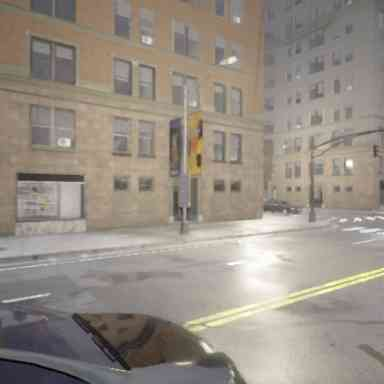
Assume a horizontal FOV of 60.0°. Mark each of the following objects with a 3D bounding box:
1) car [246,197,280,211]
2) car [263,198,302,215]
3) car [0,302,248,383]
[{"bbox_3d":[9.180,1.485,43.123,1.967,1.590,4.097,0,0,-35],"label":"car"},{"bbox_3d":[8.922,1.528,33.993,1.837,1.490,4.892,0,0,-35],"label":"car"},{"bbox_3d":[-1.526,1.564,2.347,4.181,1.385,1.994,0,0,-35],"label":"car"}]
